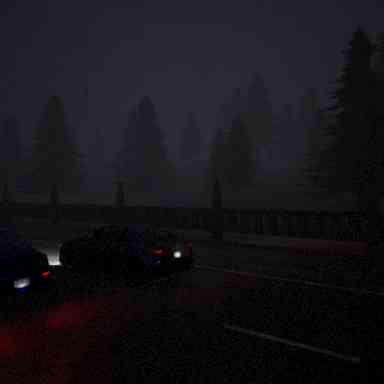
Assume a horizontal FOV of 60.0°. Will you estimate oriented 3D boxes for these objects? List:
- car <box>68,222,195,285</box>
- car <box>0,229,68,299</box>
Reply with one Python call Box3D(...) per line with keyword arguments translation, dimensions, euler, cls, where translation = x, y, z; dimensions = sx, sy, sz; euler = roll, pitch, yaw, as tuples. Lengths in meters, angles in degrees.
Box3D(translation=(-1.996, 1.593, 9.716), dimensions=(4.181, 1.385, 1.994), euler=(0, 0, 36), cls="car")
Box3D(translation=(-5.087, 1.560, 7.621), dimensions=(4.674, 1.442, 1.812), euler=(0, 0, 36), cls="car")
